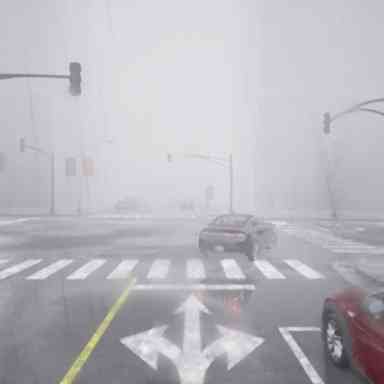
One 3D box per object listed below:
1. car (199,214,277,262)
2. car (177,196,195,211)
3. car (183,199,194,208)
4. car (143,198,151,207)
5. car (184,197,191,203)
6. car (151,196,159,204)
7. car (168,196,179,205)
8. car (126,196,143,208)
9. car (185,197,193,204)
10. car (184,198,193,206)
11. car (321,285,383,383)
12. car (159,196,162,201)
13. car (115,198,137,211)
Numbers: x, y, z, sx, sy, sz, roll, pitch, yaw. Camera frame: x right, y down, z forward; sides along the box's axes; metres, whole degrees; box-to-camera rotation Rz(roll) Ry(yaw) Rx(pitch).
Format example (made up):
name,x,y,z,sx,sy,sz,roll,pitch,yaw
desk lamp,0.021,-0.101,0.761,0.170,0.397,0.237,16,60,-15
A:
name,x,y,z,sx,sy,sz,roll,pitch,yaw
car,1.866,1.568,12.566,2.128,1.511,4.902,0,-1,25
car,-0.567,1.674,44.493,1.967,1.590,4.097,0,0,0
car,-0.625,1.895,55.341,1.802,1.307,4.206,0,0,0
car,-9.179,1.878,60.556,1.752,1.417,4.829,0,0,0
car,-1.204,2.043,88.163,1.882,1.535,5.008,0,0,0
car,-9.269,2.059,77.003,1.802,1.307,4.206,0,0,0
car,-3.472,2.025,71.101,1.895,1.301,4.718,0,0,0
car,-9.122,1.589,49.876,2.192,1.841,5.009,0,0,0
car,-0.745,2.004,77.211,1.752,1.417,4.829,0,0,0
car,-0.685,1.939,66.191,1.887,1.381,4.507,0,0,0
car,2.763,1.457,3.097,1.967,1.590,4.097,0,0,0
car,-9.300,1.835,82.430,2.192,1.841,5.009,0,0,0
car,-9.091,1.800,44.448,1.947,1.339,4.313,0,0,0
